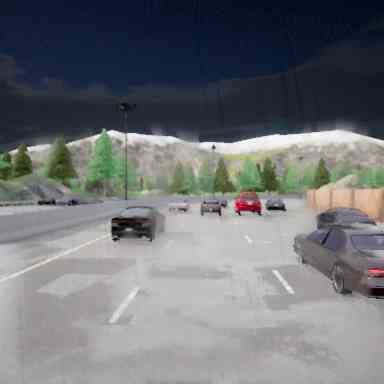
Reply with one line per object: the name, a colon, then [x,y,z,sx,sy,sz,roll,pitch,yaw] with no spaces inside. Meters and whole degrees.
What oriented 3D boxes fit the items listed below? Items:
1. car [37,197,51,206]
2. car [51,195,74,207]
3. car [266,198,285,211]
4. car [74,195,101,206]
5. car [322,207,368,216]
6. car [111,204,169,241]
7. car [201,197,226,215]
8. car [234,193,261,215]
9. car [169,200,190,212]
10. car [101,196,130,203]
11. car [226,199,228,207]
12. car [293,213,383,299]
car: [-20.669,1.427,49.213,1.895,1.301,4.718,0,0,12]
car: [-17.442,1.185,47.412,2.097,1.767,4.553,0,0,11]
car: [9.783,1.440,38.999,1.994,1.385,4.181,0,0,10]
car: [-14.105,1.404,46.230,1.994,1.385,4.181,0,0,11]
car: [8.103,1.509,17.865,1.994,1.385,4.181,0,0,3]
car: [-2.488,1.422,16.312,1.882,1.535,5.008,0,0,3]
car: [1.835,1.385,31.814,2.128,1.511,4.902,0,0,4]
car: [5.364,1.119,32.331,2.150,2.045,5.566,0,0,4]
car: [-1.330,1.479,36.510,1.895,1.301,4.718,0,0,5]
car: [-10.379,1.331,47.155,2.128,1.511,4.902,0,0,13]
car: [3.660,1.418,44.724,1.994,1.385,4.181,0,0,12]
car: [4.128,1.521,8.538,2.033,1.411,5.357,0,0,3]
